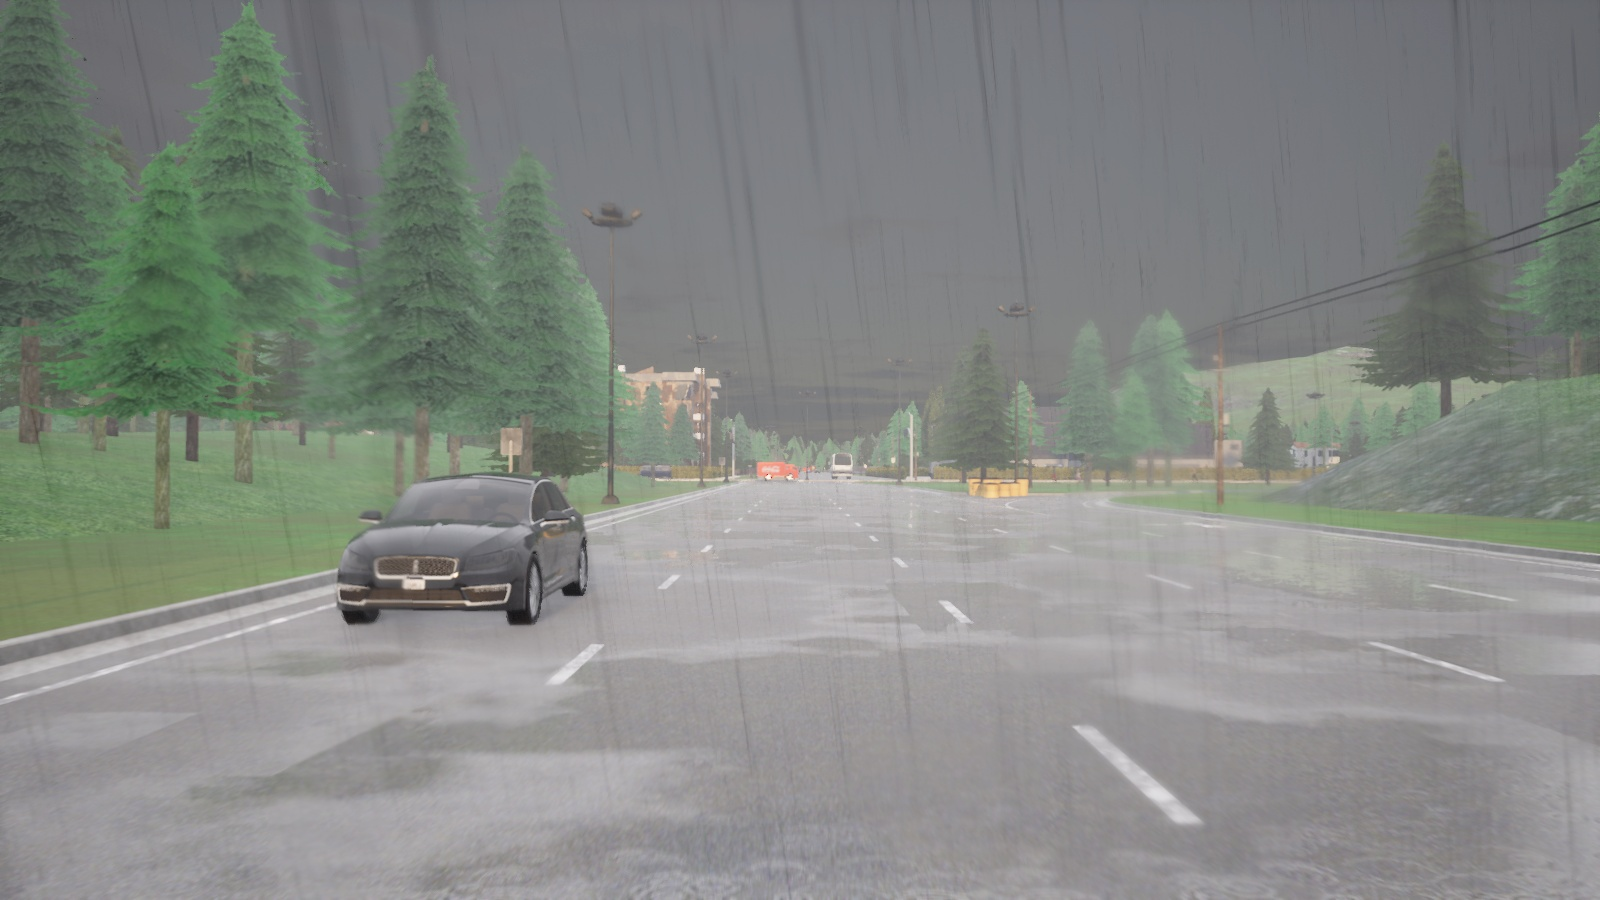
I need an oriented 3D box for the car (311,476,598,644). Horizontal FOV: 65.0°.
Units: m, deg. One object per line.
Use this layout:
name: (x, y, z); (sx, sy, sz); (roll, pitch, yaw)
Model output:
car: (-3.535, 1.048, 13.863); (1.837, 1.490, 4.892); (0, -1, 0)
